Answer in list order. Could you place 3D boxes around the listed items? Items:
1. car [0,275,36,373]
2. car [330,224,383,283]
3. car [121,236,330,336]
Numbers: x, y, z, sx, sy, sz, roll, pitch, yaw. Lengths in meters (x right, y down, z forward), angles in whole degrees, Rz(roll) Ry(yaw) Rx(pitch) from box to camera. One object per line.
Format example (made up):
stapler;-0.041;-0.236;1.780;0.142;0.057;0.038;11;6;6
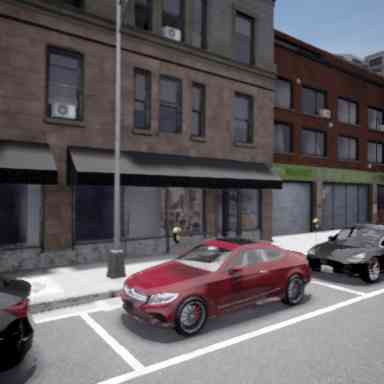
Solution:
car;-3.942;1.552;3.378;4.313;1.339;1.947;1;0;-35
car;5.312;1.666;9.974;4.313;1.339;1.947;1;0;-35
car;0.685;1.626;6.676;4.206;1.307;1.802;1;0;-35
